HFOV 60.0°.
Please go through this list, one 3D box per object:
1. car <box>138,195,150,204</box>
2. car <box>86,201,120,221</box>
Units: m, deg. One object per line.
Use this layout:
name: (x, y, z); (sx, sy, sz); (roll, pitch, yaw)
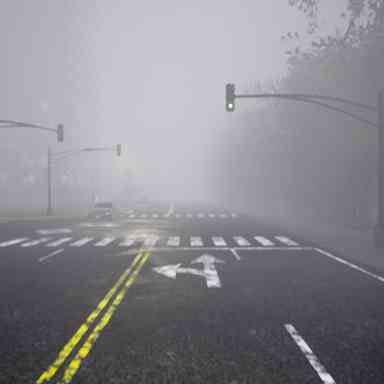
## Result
car: (-8.254, 1.338, 57.200); (2.128, 1.511, 4.902); (0, 0, -3)
car: (-6.863, 1.489, 26.205); (1.812, 1.442, 4.674); (0, 0, -1)
